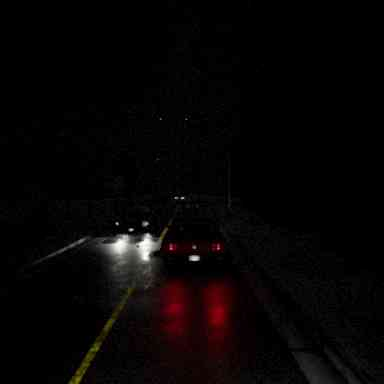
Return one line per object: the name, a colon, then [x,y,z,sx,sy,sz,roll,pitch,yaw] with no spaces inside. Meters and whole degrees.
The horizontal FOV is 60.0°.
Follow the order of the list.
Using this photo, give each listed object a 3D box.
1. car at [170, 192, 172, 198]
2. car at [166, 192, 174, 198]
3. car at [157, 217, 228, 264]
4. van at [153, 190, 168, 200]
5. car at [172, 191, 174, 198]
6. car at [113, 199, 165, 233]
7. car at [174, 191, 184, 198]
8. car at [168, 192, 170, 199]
car: [-5.625,0.525,64.785,2.192,1.841,5.009,2,0,0]
car: [-5.759,0.750,85.947,1.802,1.307,4.206,1,0,0]
car: [0.067,1.524,11.436,1.895,1.301,4.718,0,1,0]
van: [-5.577,0.580,56.480,1.690,1.788,3.998,2,0,0]
car: [-5.695,0.726,75.366,1.887,1.381,4.507,2,0,0]
car: [-2.900,1.363,18.514,2.033,1.411,5.357,0,1,0]
car: [-3.128,0.643,83.850,1.882,1.535,5.008,0,0,0]
car: [-5.602,0.778,59.801,2.008,1.369,4.403,2,0,0]
